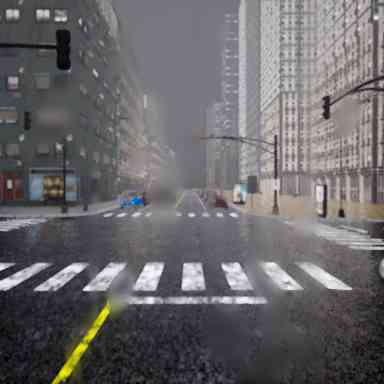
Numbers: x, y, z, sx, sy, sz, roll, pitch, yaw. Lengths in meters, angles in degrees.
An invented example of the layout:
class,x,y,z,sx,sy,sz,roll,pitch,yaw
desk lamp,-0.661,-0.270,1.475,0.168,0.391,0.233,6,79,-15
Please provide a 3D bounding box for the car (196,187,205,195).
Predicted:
class,x,y,z,sx,sy,sz,roll,pitch,yaw
car,2.204,-0.306,87.534,2.192,1.841,5.009,0,1,0

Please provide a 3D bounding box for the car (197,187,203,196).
class,x,y,z,sx,sy,sz,roll,pitch,yaw
car,2.359,0.317,59.903,1.967,1.590,4.097,0,1,0

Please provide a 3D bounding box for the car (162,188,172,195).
class,x,y,z,sx,sy,sz,roll,pitch,yaw
car,-6.146,-0.078,81.963,1.967,1.590,4.097,0,1,0

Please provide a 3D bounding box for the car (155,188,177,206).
class,x,y,z,sx,sy,sz,roll,pitch,yaw
car,-3.223,0.500,39.329,2.150,2.045,5.566,0,1,0

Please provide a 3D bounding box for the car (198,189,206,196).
class,x,y,z,sx,sy,sz,roll,pitch,yaw
car,2.265,0.122,76.485,1.887,1.381,4.507,0,1,0

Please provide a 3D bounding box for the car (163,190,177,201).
class,x,y,z,sx,sy,sz,roll,pitch,yaw
car,-3.286,0.530,50.806,1.882,1.535,5.008,0,1,0

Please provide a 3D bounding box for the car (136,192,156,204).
class,x,y,z,sx,sy,sz,roll,pitch,yaw
car,-5.928,0.732,43.280,1.887,1.381,4.507,0,1,0

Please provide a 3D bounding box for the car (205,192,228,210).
class,x,y,z,sx,sy,sz,roll,pitch,yaw
car,2.515,0.970,32.273,1.802,1.307,4.206,0,1,0

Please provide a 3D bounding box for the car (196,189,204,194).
class,x,y,z,sx,sy,sz,roll,pitch,yaw
car,2.171,-0.169,93.065,2.008,1.369,4.403,0,1,0

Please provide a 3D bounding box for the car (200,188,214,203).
class,x,y,z,sx,sy,sz,roll,pitch,yaw
car,2.453,0.622,43.324,1.967,1.590,4.097,0,1,0

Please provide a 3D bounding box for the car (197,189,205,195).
class,x,y,z,sx,sy,sz,roll,pitch,yaw
car,2.233,0.060,82.012,1.802,1.307,4.206,0,1,0

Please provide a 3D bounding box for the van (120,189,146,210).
class,x,y,z,sx,sy,sz,roll,pitch,yaw
van,-5.864,0.734,32.222,1.690,1.788,3.998,0,1,0

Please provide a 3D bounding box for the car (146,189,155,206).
class,x,y,z,sx,sy,sz,roll,pitch,yaw
car,-5.895,0.605,37.748,2.192,1.841,5.009,0,1,0
